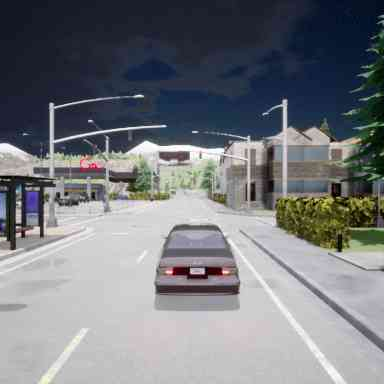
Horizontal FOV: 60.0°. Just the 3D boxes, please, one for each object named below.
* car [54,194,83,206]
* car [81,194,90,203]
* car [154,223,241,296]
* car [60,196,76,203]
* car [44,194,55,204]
[{"bbox_3d":[-18.891,1.489,51.029,2.007,1.523,4.514,0,0,0],"label":"car"},{"bbox_3d":[-22.584,1.268,68.900,1.905,1.878,3.866,0,0,0],"label":"car"},{"bbox_3d":[0.105,1.547,8.822,2.033,1.411,5.357,0,0,0],"label":"car"},{"bbox_3d":[-25.910,1.552,69.504,1.970,1.475,3.806,0,0,0],"label":"car"},{"bbox_3d":[-25.854,1.288,61.025,1.932,1.855,4.605,0,0,0],"label":"car"}]
